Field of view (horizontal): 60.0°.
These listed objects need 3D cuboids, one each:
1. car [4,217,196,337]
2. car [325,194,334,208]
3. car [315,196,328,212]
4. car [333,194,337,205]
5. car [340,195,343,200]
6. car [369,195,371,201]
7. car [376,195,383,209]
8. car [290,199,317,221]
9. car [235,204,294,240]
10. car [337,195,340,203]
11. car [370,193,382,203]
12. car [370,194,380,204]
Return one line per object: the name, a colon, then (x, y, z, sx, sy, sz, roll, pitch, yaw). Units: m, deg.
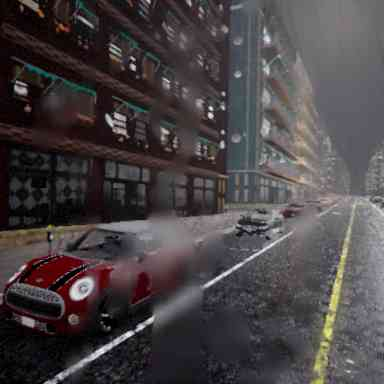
car: (-1.501, 1.390, 6.683, 1.967, 1.590, 4.097, 3, 1, 27)
car: (18.652, 1.445, 47.081, 1.752, 1.417, 4.829, 3, 1, 27)
car: (13.670, 1.469, 37.098, 1.887, 1.381, 4.507, 3, 1, 27)
car: (21.181, 1.443, 52.149, 1.752, 1.417, 4.829, 3, 1, 27)
car: (28.844, 1.463, 67.508, 2.008, 1.369, 4.403, 3, 1, 27)
car: (38.419, 1.572, 69.053, 1.802, 1.307, 4.206, 3, 1, 27)
car: (25.775, 1.548, 43.710, 2.008, 1.369, 4.403, 3, 1, 27)
car: (8.612, 1.478, 26.960, 1.887, 1.381, 4.507, 3, 1, 27)
car: (3.553, 1.492, 16.823, 2.008, 1.369, 4.403, 3, 1, 27)
car: (23.795, 1.231, 57.366, 2.192, 1.841, 5.009, 3, 1, 27)
car: (40.958, 1.306, 74.117, 2.192, 1.841, 5.009, 3, 1, 27)
car: (35.891, 1.556, 63.986, 1.947, 1.339, 4.313, 3, 1, 27)
